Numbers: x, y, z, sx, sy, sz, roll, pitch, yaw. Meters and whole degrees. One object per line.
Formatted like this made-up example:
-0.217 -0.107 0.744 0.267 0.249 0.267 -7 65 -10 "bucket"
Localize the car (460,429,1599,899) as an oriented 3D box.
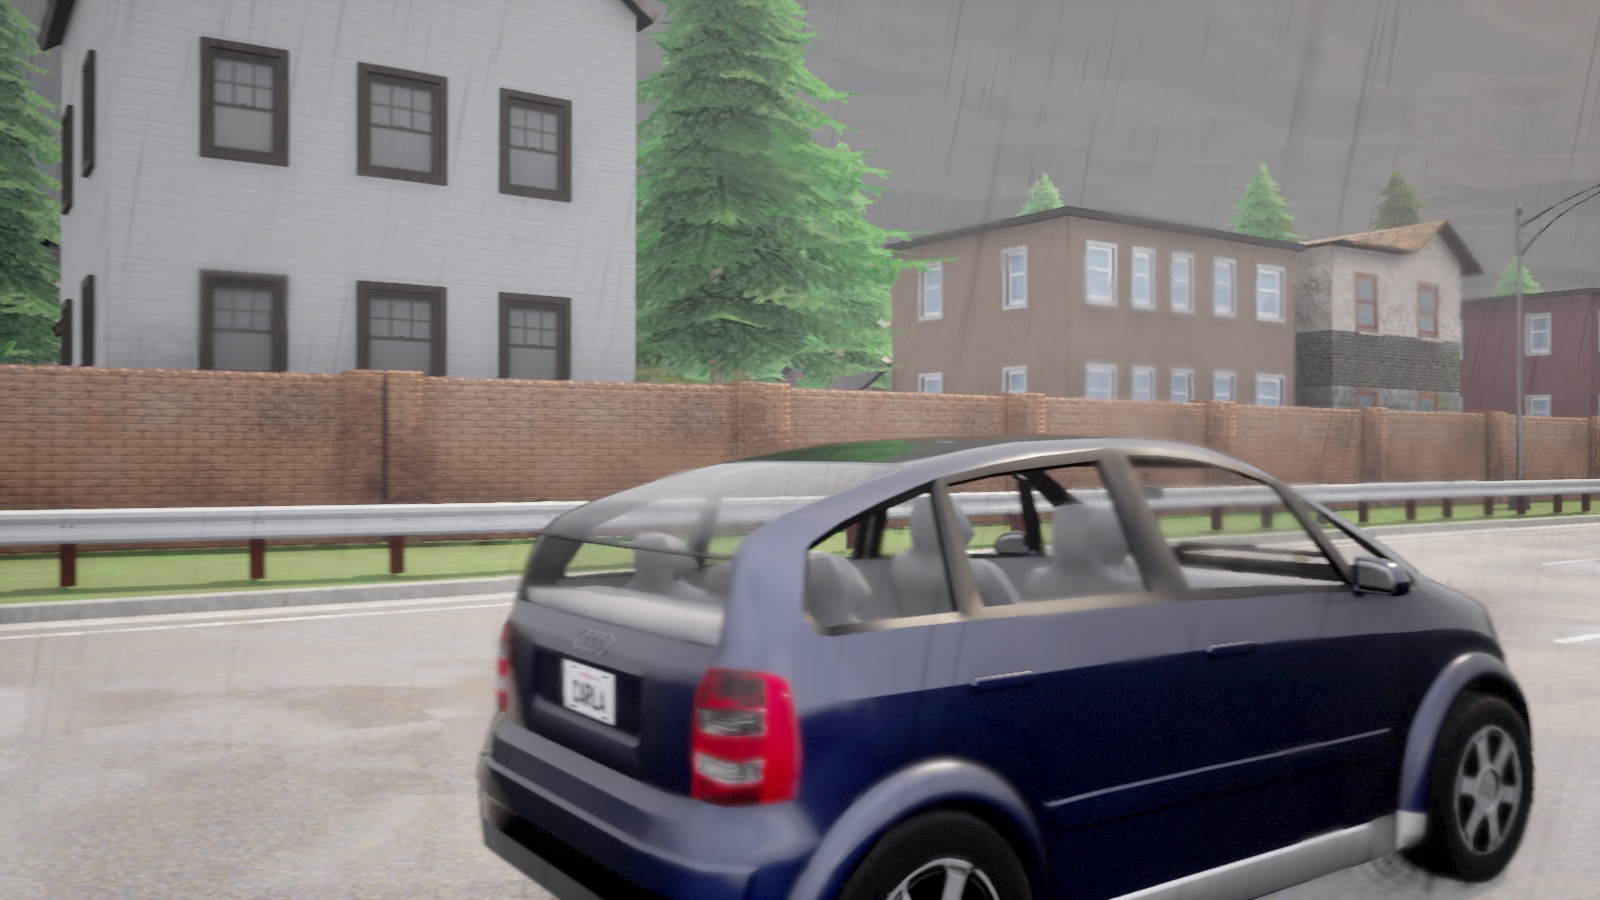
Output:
0.952 0.733 4.321 3.705 1.549 1.789 0 0 -35 "car"
